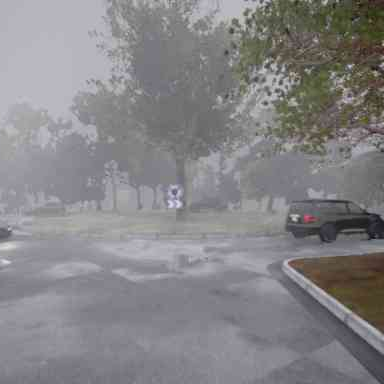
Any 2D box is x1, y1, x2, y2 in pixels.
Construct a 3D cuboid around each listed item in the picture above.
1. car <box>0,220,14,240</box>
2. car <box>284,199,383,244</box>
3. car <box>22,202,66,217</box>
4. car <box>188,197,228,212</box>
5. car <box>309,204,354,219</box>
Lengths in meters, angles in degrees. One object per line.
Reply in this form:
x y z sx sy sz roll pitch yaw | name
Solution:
-11.390 1.725 17.321 5.357 1.411 2.033 0 -1 37 | car
7.332 1.395 17.069 5.566 2.045 2.150 0 0 -25 | car
-16.164 1.878 36.623 1.837 1.490 4.892 -2 -1 26 | car
2.220 1.694 45.865 5.566 2.045 2.150 0 -1 13 | car
14.228 1.947 34.146 1.895 1.301 4.718 0 -1 -12 | car
